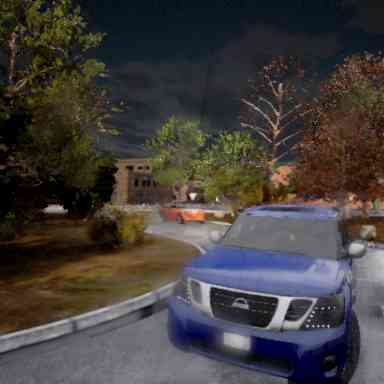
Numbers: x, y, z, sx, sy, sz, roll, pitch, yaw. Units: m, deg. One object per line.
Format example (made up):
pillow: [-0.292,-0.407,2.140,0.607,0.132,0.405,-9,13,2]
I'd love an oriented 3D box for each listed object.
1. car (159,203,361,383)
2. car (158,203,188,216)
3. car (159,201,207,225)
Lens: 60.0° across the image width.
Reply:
car: [1.742,1.272,5.988,2.150,2.045,5.566,2,0,27]
car: [-2.268,2.018,40.031,1.994,1.385,4.181,1,-1,22]
car: [-0.863,1.655,27.513,2.097,1.767,4.553,2,-1,-29]
